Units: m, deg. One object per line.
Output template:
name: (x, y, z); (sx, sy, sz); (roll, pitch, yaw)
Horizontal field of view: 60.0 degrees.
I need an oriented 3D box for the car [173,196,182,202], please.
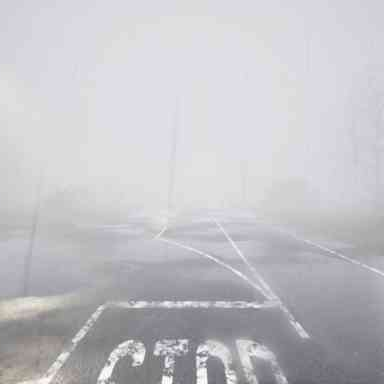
car: (-3.360, 1.507, 75.190); (1.895, 1.301, 4.718); (0, 0, 0)
